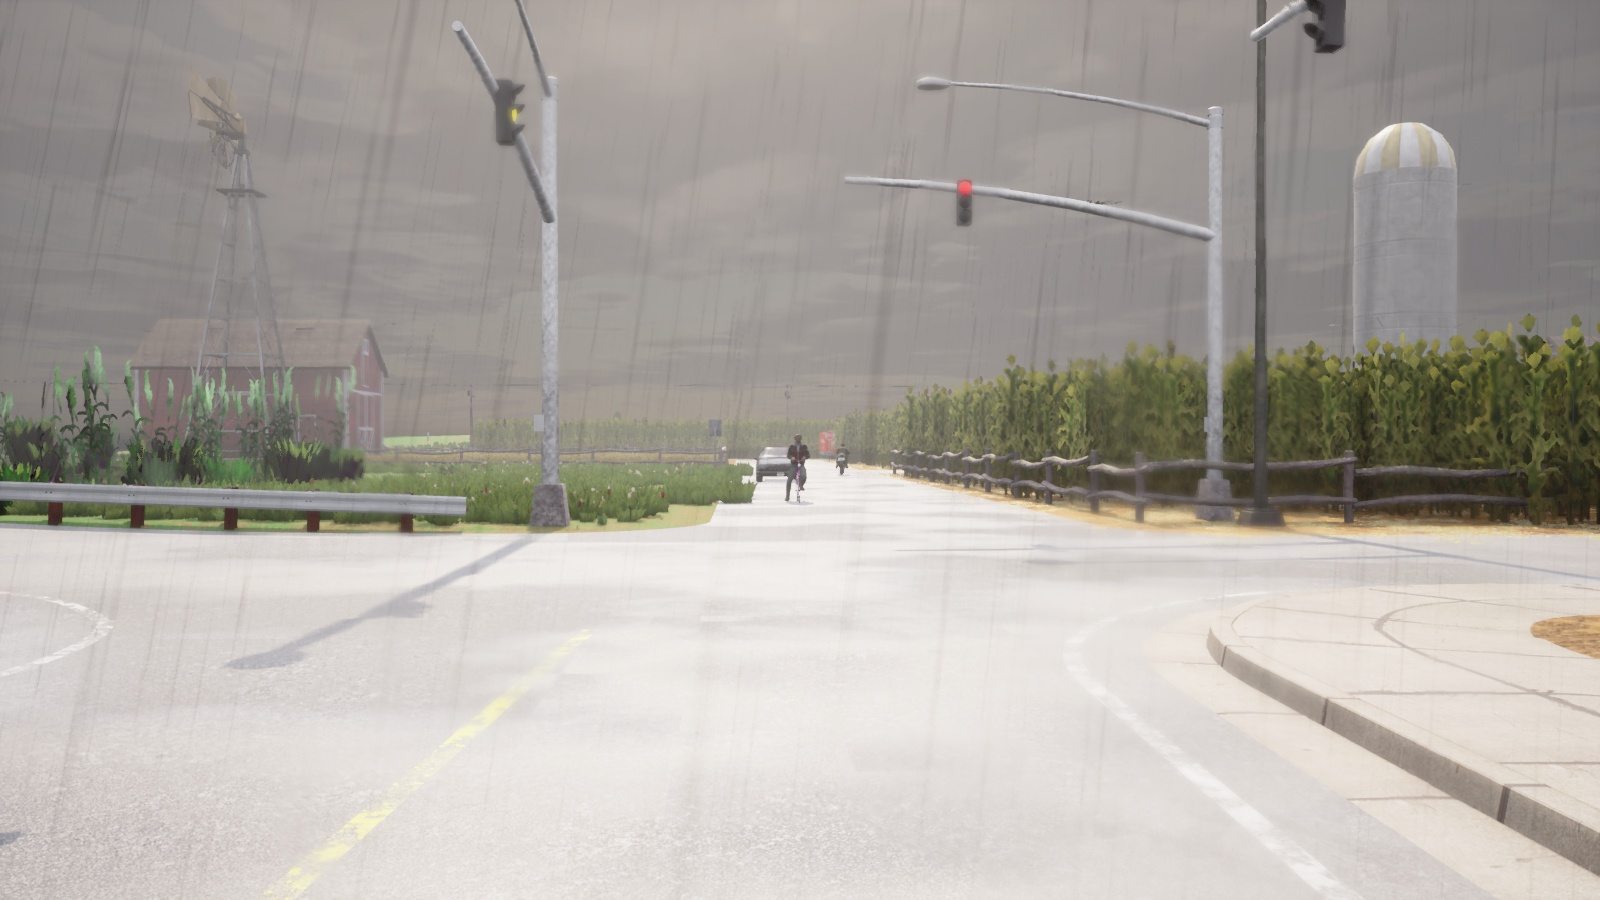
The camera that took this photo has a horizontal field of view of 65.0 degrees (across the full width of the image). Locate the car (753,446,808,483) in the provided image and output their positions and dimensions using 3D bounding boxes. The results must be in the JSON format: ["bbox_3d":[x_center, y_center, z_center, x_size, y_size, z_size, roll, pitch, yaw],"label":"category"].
[{"bbox_3d":[-0.849,0.544,50.285,2.033,1.411,5.357,0,0,-3],"label":"car"}]
